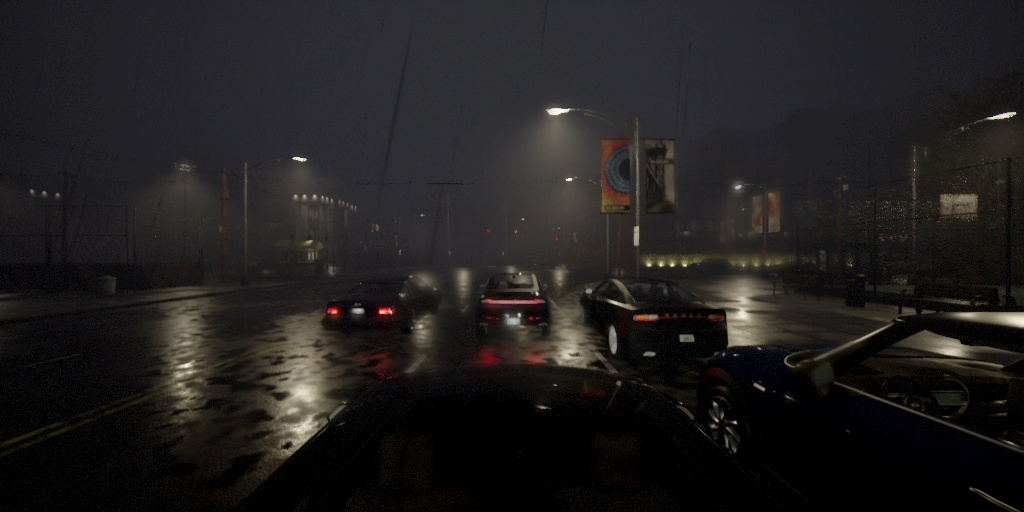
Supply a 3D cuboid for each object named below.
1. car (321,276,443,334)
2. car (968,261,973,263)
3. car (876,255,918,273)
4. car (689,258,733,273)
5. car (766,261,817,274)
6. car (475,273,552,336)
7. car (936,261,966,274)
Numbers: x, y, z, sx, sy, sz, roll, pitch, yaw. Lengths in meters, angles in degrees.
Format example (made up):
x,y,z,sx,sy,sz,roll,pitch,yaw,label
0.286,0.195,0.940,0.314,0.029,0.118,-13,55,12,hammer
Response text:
x,y,z,sx,sy,sz,roll,pitch,yaw,label
-3.443,1.289,10.583,2.033,1.411,5.357,0,0,0,car
45.195,1.267,32.295,5.357,1.411,2.033,0,0,-1,car
44.889,0.916,42.795,5.566,2.045,2.150,0,0,0,car
23.594,1.063,42.688,4.553,1.767,2.097,0,0,0,car
30.944,1.260,39.253,5.357,1.411,2.033,0,0,0,car
0.054,1.233,10.321,2.128,1.511,4.902,0,0,0,car
45.162,1.208,35.795,4.902,1.511,2.128,0,0,-1,car
